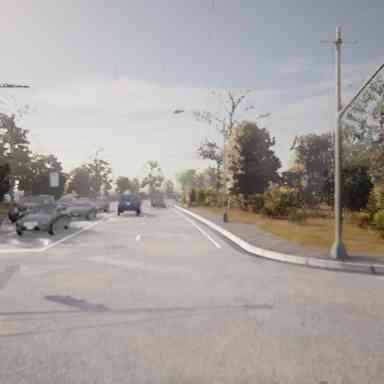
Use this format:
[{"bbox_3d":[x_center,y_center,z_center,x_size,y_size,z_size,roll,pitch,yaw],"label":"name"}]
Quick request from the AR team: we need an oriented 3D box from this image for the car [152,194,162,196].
[{"bbox_3d":[-6.221,1.388,59.406,2.150,2.045,5.566,0,0,-7],"label":"car"}]

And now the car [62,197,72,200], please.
[{"bbox_3d":[-13.917,1.416,36.956,2.097,1.767,4.553,0,0,-7],"label":"car"}]

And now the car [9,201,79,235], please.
[{"bbox_3d":[-8.306,1.517,19.002,2.128,1.511,4.902,0,0,-6],"label":"car"}]

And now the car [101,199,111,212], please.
[{"bbox_3d":[-10.597,1.553,38.571,2.128,1.511,4.902,0,0,-7],"label":"car"}]

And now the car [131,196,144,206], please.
[{"bbox_3d":[-9.485,1.518,58.036,2.097,1.767,4.553,0,-1,-7],"label":"car"}]

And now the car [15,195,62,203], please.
[{"bbox_3d":[-12.693,1.260,26.929,2.150,2.045,5.566,0,0,-6],"label":"car"}]

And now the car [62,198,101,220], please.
[{"bbox_3d":[-9.336,1.538,28.358,1.837,1.490,4.892,0,0,-6],"label":"car"}]

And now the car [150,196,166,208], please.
[{"bbox_3d":[-4.953,1.698,49.503,1.895,1.301,4.718,0,0,-7],"label":"car"}]

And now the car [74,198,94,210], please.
[{"bbox_3d":[-15.228,1.618,47.083,1.837,1.490,4.892,0,0,-7],"label":"car"}]

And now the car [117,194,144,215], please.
[{"bbox_3d":[-6.444,1.259,34.474,2.150,2.045,5.566,0,0,-7],"label":"car"}]

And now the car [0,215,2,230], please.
[{"bbox_3d":[-11.670,1.558,17.365,1.812,1.442,4.674,0,0,-5],"label":"car"}]
